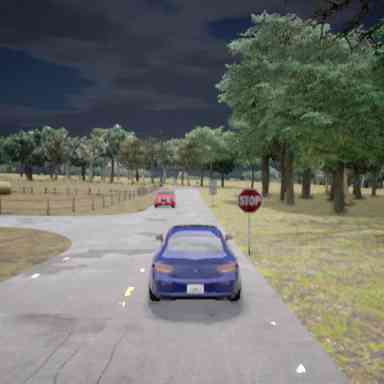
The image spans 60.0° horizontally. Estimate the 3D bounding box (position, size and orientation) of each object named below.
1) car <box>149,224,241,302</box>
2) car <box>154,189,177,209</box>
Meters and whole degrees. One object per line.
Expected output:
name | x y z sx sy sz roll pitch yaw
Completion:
car | 0.057 1.507 8.091 1.812 1.442 4.674 0 0 0
car | -2.881 0.713 36.504 2.150 2.045 5.566 0 2 0
